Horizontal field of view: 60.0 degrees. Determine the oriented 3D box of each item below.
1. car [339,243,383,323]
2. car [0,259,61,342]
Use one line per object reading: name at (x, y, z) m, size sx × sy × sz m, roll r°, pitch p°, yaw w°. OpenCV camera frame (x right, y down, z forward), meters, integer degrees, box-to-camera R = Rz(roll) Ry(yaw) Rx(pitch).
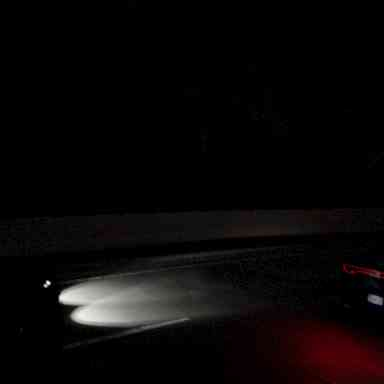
car at (4.964, 1.460, 6.074) m, size 5.008 × 1.535 × 1.882 m, roll 0°, pitch 0°, yaw -26°
car at (-4.240, 1.522, 4.994) m, size 4.181 × 1.385 × 1.994 m, roll 0°, pitch 0°, yaw -36°
